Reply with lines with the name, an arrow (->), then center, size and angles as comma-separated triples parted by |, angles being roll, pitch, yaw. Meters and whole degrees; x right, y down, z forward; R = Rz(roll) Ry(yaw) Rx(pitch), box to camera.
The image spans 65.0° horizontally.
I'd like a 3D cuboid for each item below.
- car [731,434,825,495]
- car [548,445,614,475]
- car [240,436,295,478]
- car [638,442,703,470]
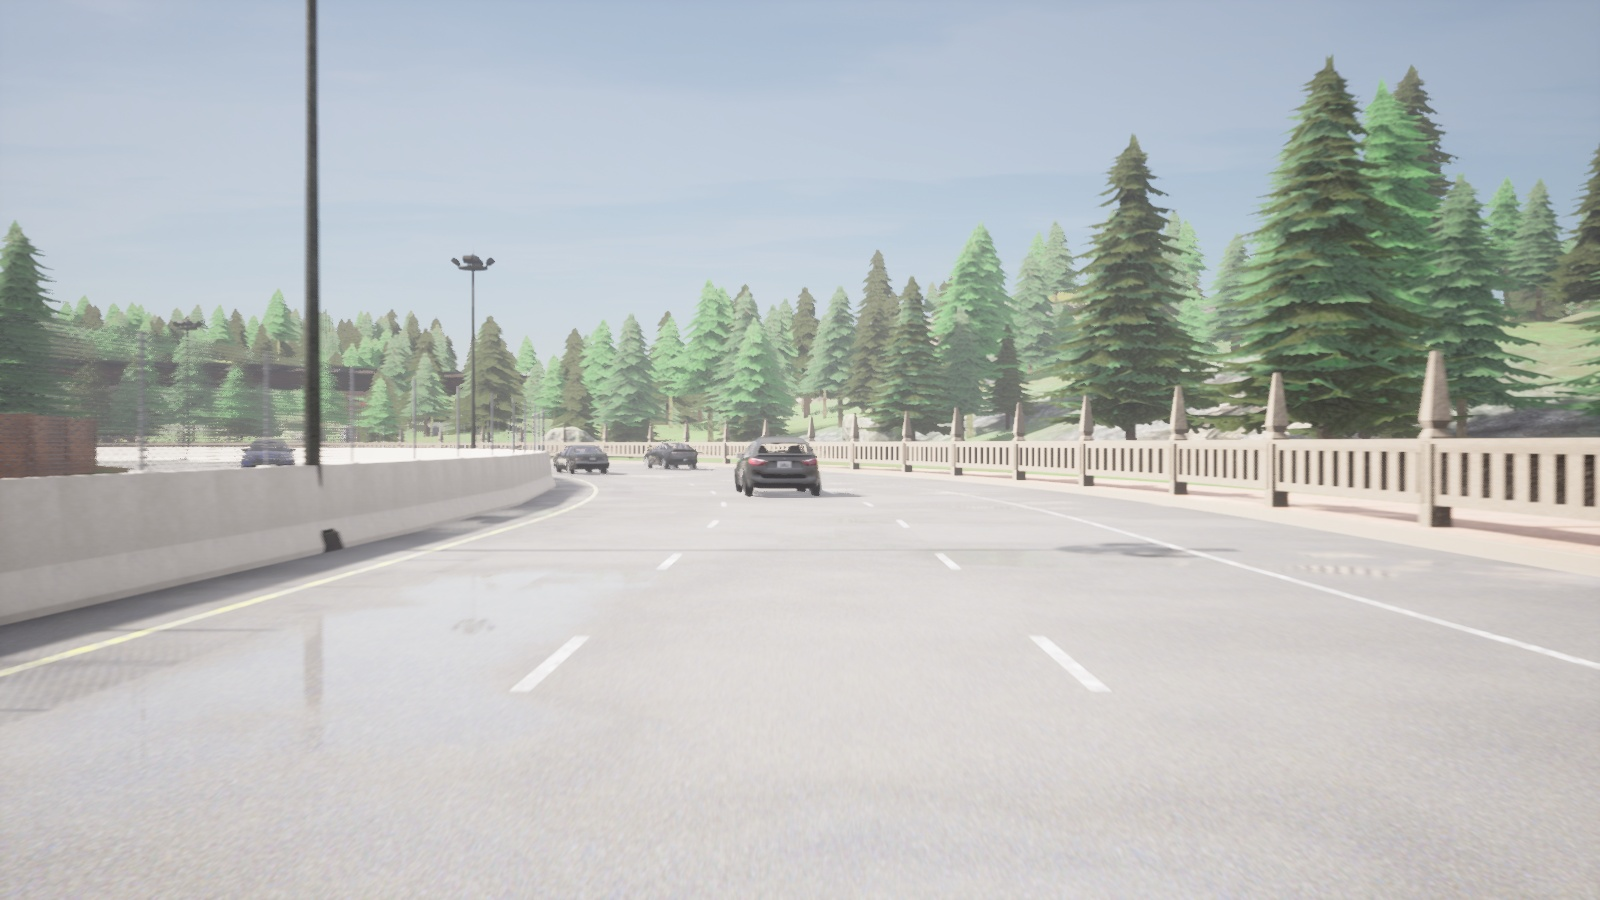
car -> -0.735, 0.384, 36.983 | 2.242, 1.667, 4.611 | 0, 0, -8
car -> -10.833, 0.440, 61.794 | 2.033, 1.411, 5.357 | 0, 0, -23
car -> -23.276, 0.279, 54.993 | 2.097, 1.767, 4.553 | 0, 0, -21
car -> -7.393, 0.299, 71.116 | 2.128, 1.511, 4.902 | 0, 0, -26
